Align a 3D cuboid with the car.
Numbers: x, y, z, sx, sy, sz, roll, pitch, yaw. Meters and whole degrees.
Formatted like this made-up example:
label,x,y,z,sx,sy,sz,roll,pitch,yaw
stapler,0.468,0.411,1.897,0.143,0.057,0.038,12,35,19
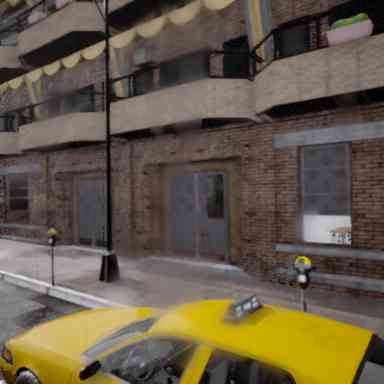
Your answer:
label,x,y,z,sx,sy,sz,roll,pitch,yaw
car,0.179,1.526,2.764,4.829,1.417,1.752,0,-1,36
